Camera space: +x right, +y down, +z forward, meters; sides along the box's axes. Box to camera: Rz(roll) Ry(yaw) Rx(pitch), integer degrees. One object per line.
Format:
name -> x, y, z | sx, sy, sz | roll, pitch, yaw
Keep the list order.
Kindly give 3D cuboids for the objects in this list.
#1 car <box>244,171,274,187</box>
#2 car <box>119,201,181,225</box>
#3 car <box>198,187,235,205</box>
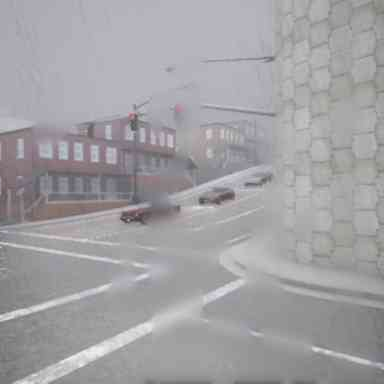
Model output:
car -> 7.916, -1.609, 38.904 | 2.033, 1.411, 5.357 | -1, 12, 35
car -> -2.913, 1.390, 23.561 | 1.895, 1.301, 4.718 | -1, 4, 35
car -> 2.309, 0.281, 30.951 | 1.994, 1.385, 4.181 | -1, 8, 36
